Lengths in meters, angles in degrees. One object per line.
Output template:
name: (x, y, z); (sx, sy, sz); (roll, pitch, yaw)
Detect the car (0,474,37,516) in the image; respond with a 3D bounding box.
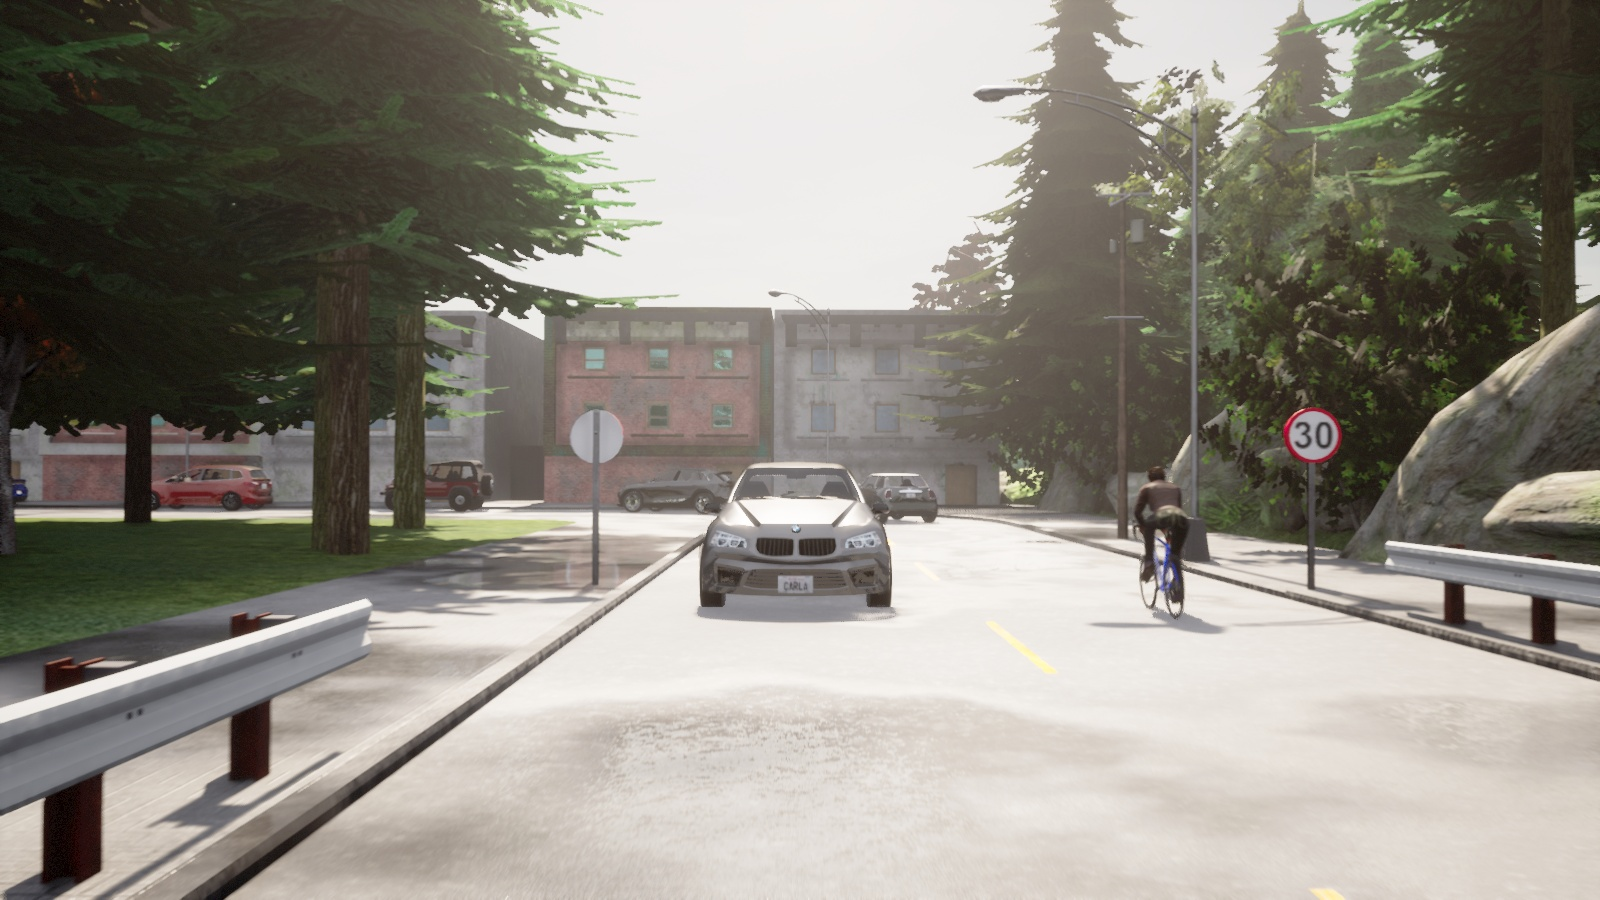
car: (-31.194, 1.647, 46.287); (5.008, 1.535, 1.882); (0, -1, 0)

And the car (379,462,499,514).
car: (-13.244, 1.393, 46.238); (3.866, 1.878, 1.905); (0, -1, 0)

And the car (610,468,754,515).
car: (-4.286, 1.482, 45.571); (4.856, 1.649, 2.033); (-1, -1, 24)

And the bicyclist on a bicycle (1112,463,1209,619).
bicyclist on a bicycle: (3.965, 0.970, 13.928); (0.582, 1.620, 1.656); (0, -1, 0)

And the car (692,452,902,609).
car: (-0.040, 0.908, 15.761); (2.242, 1.667, 4.611); (0, -1, 0)

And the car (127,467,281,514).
car: (-21.879, 1.476, 46.261); (4.611, 1.667, 2.242); (0, -1, 0)

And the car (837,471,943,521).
car: (2.720, 1.384, 38.833); (1.970, 1.475, 3.806); (0, -1, -18)
